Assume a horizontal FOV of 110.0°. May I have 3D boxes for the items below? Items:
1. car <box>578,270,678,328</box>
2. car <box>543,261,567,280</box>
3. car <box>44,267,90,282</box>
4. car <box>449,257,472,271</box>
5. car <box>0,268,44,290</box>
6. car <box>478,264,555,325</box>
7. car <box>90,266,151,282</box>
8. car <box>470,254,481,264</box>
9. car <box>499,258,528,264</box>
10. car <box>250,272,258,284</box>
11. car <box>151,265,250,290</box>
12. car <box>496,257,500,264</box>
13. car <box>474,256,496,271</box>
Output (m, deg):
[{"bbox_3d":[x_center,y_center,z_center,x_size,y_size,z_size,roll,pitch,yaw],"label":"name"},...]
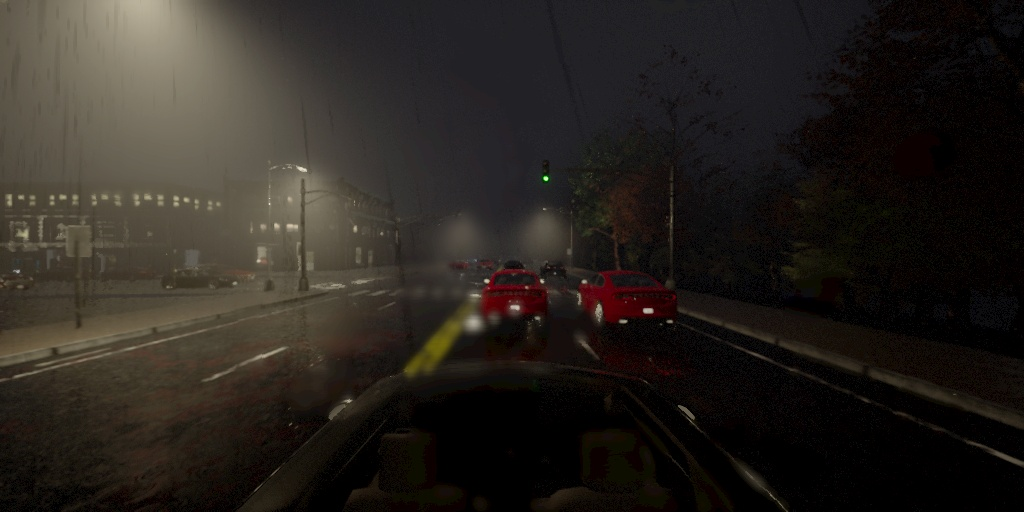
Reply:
[{"bbox_3d":[3.352,1.186,11.300,1.882,1.535,5.008,0,0,0],"label":"car"},{"bbox_3d":[3.351,1.118,29.762,2.128,1.511,4.902,0,0,0],"label":"car"},{"bbox_3d":[-39.349,1.590,31.623,4.207,1.307,1.802,0,0,0],"label":"car"},{"bbox_3d":[-6.586,1.158,44.701,1.895,1.301,4.718,0,0,0],"label":"car"},{"bbox_3d":[-33.823,1.505,23.235,4.097,1.591,1.967,0,0,0],"label":"car"},{"bbox_3d":[0.081,1.184,11.748,1.882,1.535,5.008,0,0,-1],"label":"car"},{"bbox_3d":[-33.814,1.527,31.615,4.207,1.307,1.802,0,0,0],"label":"car"},{"bbox_3d":[-6.509,0.695,63.150,2.150,2.045,5.566,0,0,0],"label":"car"},{"bbox_3d":[0.102,1.130,30.024,1.837,1.490,4.892,0,0,0],"label":"car"},{"bbox_3d":[-20.931,1.406,25.799,4.674,1.442,1.812,-1,1,0],"label":"car"},{"bbox_3d":[-19.946,1.474,23.095,4.313,1.339,1.948,0,0,0],"label":"car"},{"bbox_3d":[-3.274,0.981,62.374,1.837,1.490,4.892,0,0,1],"label":"car"},{"bbox_3d":[-3.334,1.081,45.063,1.812,1.442,4.674,0,0,0],"label":"car"}]
